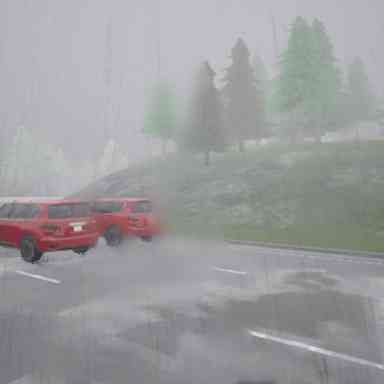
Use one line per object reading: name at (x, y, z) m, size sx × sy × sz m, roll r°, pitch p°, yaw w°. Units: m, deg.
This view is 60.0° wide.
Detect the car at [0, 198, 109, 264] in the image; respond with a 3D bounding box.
car at (-5.875, 1.283, 12.395) m, size 5.566 × 2.045 × 2.150 m, roll 0°, pitch 0°, yaw 36°

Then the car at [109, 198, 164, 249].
car at (-3.819, 1.283, 15.227) m, size 5.566 × 2.045 × 2.150 m, roll 0°, pitch 0°, yaw 36°
